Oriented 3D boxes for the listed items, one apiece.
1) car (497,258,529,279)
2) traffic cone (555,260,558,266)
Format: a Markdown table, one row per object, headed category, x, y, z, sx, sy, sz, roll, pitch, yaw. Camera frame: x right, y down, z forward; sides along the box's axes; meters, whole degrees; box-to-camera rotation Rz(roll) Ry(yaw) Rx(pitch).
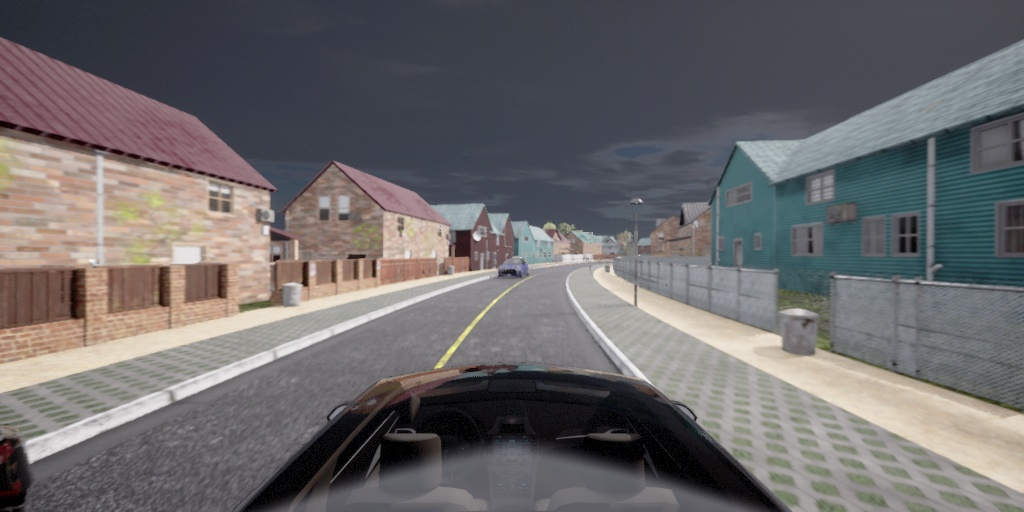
| category | x | y | z | sx | sy | sz | roll | pitch | yaw |
| --- | --- | --- | --- | --- | --- | --- | --- | --- | --- |
| car | 0.174 | 0.970 | 31.143 | 2.097 | 1.767 | 4.553 | 0 | 0 | 11 |
| traffic cone | 7.186 | 1.395 | 59.100 | 0.340 | 0.580 | 0.340 | 0 | 0 | 22 |
